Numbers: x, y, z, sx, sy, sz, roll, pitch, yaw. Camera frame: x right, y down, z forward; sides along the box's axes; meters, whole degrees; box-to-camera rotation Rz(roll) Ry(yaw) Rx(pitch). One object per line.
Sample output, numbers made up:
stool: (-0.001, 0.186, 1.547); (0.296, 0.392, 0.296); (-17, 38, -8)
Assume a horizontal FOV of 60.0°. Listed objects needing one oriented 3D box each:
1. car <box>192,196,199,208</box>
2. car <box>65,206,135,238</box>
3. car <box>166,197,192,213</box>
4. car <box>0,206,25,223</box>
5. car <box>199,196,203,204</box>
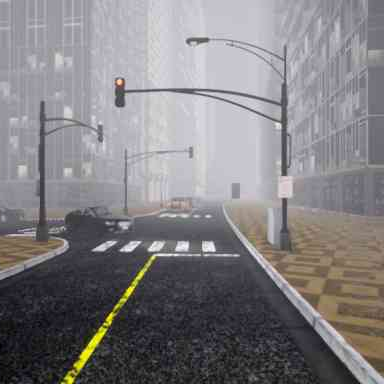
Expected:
car: (-0.532, 1.459, 48.247); (1.837, 1.490, 4.892); (0, 0, 6)
car: (-5.015, 1.531, 17.865); (4.902, 1.511, 2.128); (-2, -2, 43)
car: (-1.531, 1.323, 37.095); (2.097, 1.767, 4.553); (0, 0, 5)
car: (-16.460, 1.851, 28.203); (4.403, 1.369, 2.008); (-1, 1, 10)
car: (0.825, 1.419, 60.145); (2.128, 1.511, 4.902); (0, 0, 7)
